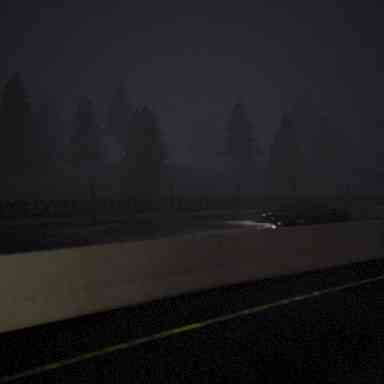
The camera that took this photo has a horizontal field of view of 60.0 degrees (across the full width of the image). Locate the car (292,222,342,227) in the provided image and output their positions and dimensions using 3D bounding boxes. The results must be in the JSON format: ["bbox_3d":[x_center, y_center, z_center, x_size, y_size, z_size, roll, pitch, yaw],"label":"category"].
[{"bbox_3d":[6.797,1.397,19.270,4.718,1.301,1.895,-1,1,-26],"label":"car"}]
